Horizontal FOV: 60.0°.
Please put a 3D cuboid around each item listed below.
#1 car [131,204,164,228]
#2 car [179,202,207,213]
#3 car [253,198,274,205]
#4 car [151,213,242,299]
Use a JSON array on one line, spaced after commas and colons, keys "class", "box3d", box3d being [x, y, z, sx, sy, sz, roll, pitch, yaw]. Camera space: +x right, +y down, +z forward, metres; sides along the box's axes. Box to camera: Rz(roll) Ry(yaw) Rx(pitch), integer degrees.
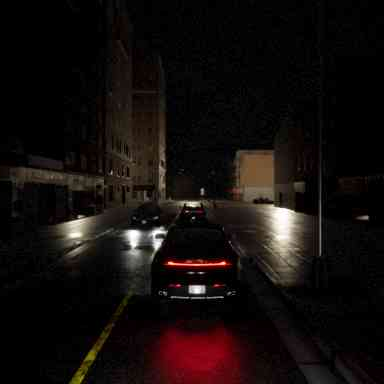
[{"class": "car", "box3d": [-2.845, 1.526, 22.138, 1.812, 1.442, 4.674, 0, 0, 0]}, {"class": "car", "box3d": [0.101, 1.492, 24.184, 2.128, 1.511, 4.902, 0, 0, 0]}, {"class": "car", "box3d": [13.224, 1.694, 60.627, 4.313, 1.339, 1.947, 0, -1, 0]}, {"class": "car", "box3d": [0.102, 1.505, 8.404, 1.837, 1.490, 4.892, 0, 0, 0]}]
